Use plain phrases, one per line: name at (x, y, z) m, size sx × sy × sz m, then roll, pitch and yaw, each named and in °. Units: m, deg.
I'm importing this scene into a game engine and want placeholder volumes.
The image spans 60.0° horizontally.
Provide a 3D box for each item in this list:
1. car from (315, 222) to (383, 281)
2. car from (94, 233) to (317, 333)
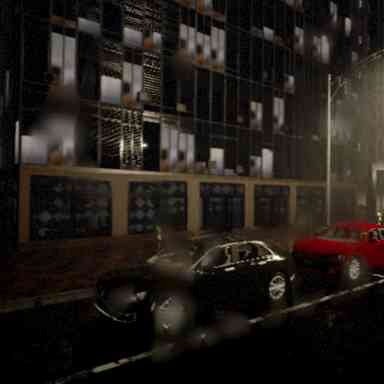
car at (4.891, 1.623, 10.085) m, size 4.507 × 1.381 × 1.887 m, roll 1°, pitch 0°, yaw -36°
car at (0.275, 1.589, 6.760) m, size 4.403 × 1.369 × 2.008 m, roll 1°, pitch 0°, yaw -36°
